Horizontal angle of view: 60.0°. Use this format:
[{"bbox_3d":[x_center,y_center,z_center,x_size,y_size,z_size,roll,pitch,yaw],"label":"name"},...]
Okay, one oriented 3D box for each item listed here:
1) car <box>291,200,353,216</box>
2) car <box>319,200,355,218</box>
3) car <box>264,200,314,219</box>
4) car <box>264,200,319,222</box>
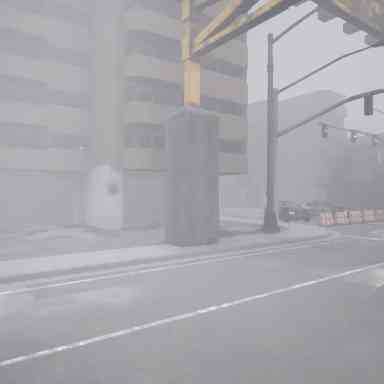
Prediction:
[{"bbox_3d":[10.962,1.295,28.162,4.536,1.218,1.853,0,0,34],"label":"car"},{"bbox_3d":[11.006,1.453,28.134,4.974,1.542,2.038,0,0,34],"label":"car"},{"bbox_3d":[7.429,1.295,26.020,1.853,1.218,4.536,0,0,-11],"label":"car"},{"bbox_3d":[7.439,1.453,25.969,2.038,1.542,4.974,0,0,-11],"label":"car"}]
